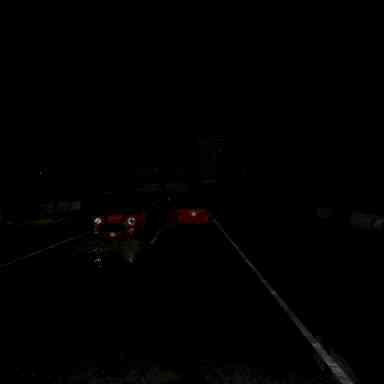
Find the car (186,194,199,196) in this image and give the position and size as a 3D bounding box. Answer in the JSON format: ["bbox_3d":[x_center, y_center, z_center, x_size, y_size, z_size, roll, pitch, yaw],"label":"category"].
[{"bbox_3d":[0.091,1.207,42.536,2.150,2.045,5.566,0,0,0],"label":"car"}]

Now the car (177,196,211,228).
[{"bbox_3d":[0.096,1.347,22.088,2.097,1.767,4.553,0,0,0],"label":"car"}]

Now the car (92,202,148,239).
[{"bbox_3d":[-3.603,1.350,17.334,2.097,1.767,4.553,0,0,0],"label":"car"}]

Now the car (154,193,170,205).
[{"bbox_3d":[-5.465,1.210,60.040,2.150,2.045,5.566,0,0,-17],"label":"car"}]
